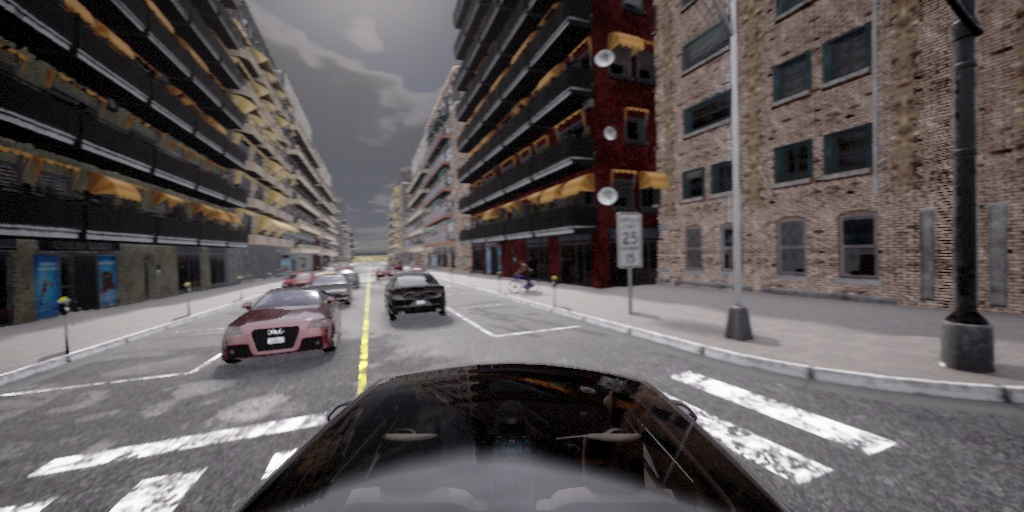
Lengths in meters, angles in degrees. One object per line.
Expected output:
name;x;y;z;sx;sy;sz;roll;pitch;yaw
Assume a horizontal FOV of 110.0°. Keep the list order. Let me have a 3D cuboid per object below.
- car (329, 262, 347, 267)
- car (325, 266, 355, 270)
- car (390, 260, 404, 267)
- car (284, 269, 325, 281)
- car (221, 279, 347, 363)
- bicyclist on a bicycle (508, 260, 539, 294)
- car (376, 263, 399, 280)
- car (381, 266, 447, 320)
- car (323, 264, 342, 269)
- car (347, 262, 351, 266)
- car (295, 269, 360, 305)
car;-22.535;1.787;45.419;2.192;1.841;5.009;0;0;-22
car;-12.408;1.714;26.733;1.994;1.385;4.181;-2;0;-22
car;-18.949;1.650;59.076;2.192;1.841;5.009;0;0;-22
car;-14.228;1.759;24.341;1.888;1.381;4.507;0;0;-22
car;-5.372;1.491;8.866;1.994;1.385;4.181;-2;0;-22
bicyclist on a bicycle;0.569;1.022;17.566;1.656;1.620;0.582;-2;0;-22
car;-13.381;1.772;37.924;1.895;1.301;4.718;-2;0;-22
car;-3.798;1.349;13.663;1.882;1.535;5.008;-2;0;-21
car;-20.396;1.933;39.990;1.751;1.417;4.829;0;0;-22
car;-26.689;2.144;55.959;1.888;1.381;4.507;0;0;-22
car;-8.802;1.585;17.580;2.033;1.411;5.357;-2;0;-21
